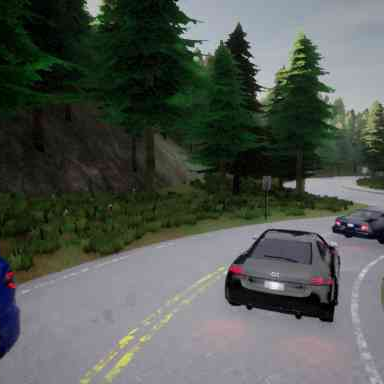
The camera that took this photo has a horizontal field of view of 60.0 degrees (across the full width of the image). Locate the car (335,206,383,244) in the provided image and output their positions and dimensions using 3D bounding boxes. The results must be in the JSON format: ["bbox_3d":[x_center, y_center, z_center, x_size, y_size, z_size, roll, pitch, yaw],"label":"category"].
[{"bbox_3d":[8.598,1.372,14.967,5.357,1.411,2.033,-1,5,-33],"label":"car"}]

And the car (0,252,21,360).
[{"bbox_3d":[-3.256,1.201,1.484,2.150,2.045,5.566,0,1,8],"label":"car"}]

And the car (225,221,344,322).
[{"bbox_3d":[2.213,1.532,7.444,1.994,1.385,4.181,2,2,24],"label":"car"}]
